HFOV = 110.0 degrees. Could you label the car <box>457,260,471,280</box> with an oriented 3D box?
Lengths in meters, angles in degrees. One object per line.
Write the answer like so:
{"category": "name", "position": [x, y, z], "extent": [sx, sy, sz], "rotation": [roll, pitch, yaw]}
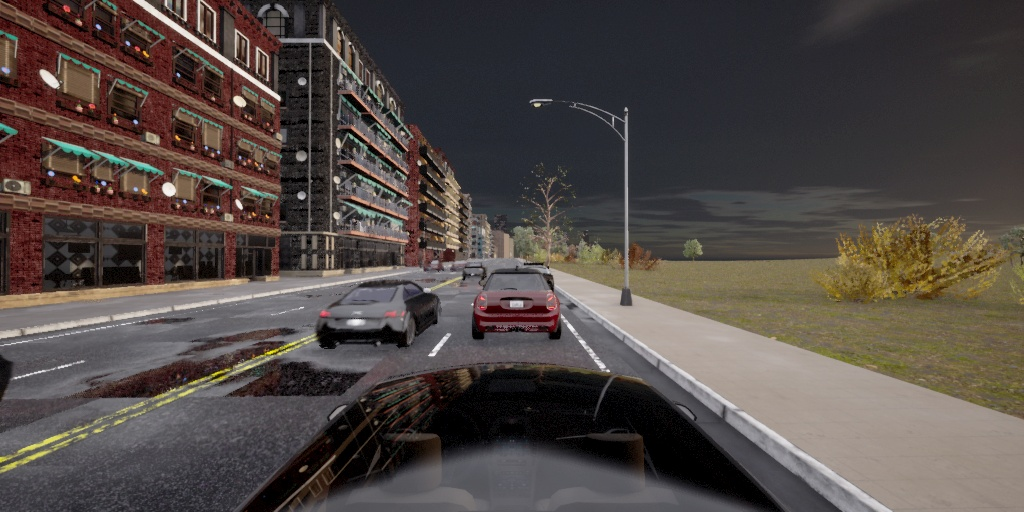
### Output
{"category": "car", "position": [-3.092, 1.244, 30.760], "extent": [2.128, 1.511, 4.902], "rotation": [0, 0, 0]}

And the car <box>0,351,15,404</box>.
{"category": "car", "position": [-6.603, 1.255, 1.950], "extent": [1.837, 1.490, 4.892], "rotation": [0, 0, 0]}

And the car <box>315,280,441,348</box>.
{"category": "car", "position": [-3.136, 1.314, 9.231], "extent": [1.994, 1.385, 4.181], "rotation": [0, 0, 0]}

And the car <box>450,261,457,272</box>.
{"category": "car", "position": [-6.512, 1.277, 45.000], "extent": [1.812, 1.442, 4.674], "rotation": [0, 0, 0]}

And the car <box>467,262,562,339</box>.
{"category": "car", "position": [0.112, 1.103, 10.184], "extent": [2.097, 1.767, 4.553], "rotation": [0, 0, 0]}

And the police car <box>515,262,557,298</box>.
{"category": "police car", "position": [1.173, 1.178, 19.680], "extent": [1.930, 1.638, 5.238], "rotation": [0, 0, 0]}

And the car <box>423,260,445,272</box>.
{"category": "car", "position": [-9.761, 1.277, 44.989], "extent": [1.812, 1.442, 4.674], "rotation": [0, 0, 0]}
